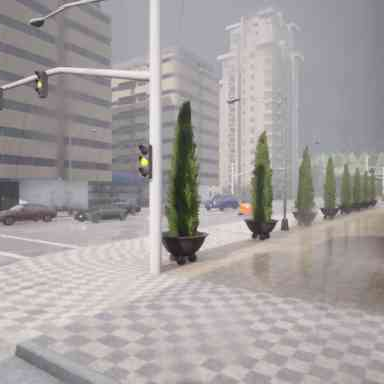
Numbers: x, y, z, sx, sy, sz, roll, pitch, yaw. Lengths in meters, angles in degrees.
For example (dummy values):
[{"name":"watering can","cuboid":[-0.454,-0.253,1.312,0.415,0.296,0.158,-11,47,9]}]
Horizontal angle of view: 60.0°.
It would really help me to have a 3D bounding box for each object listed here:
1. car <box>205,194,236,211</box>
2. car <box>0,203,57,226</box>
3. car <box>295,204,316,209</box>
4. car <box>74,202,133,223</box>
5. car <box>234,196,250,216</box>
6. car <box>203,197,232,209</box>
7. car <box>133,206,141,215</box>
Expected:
[{"name":"car","cuboid":[3.806,1.277,41.774,2.150,2.045,5.566,0,0,35]},{"name":"car","cuboid":[-12.318,1.581,24.559,1.812,1.442,4.674,0,0,35]},{"name":"car","cuboid":[16.019,1.533,46.863,1.882,1.535,5.008,0,0,34]},{"name":"car","cuboid":[-7.047,1.619,26.072,1.994,1.385,4.181,0,0,35]},{"name":"car","cuboid":[6.421,1.408,32.915,2.097,1.767,4.553,0,0,35]},{"name":"car","cuboid":[3.720,1.560,47.781,1.837,1.490,4.892,0,0,35]},{"name":"car","cuboid":[-7.167,1.656,32.060,1.895,1.301,4.718,0,0,35]}]
